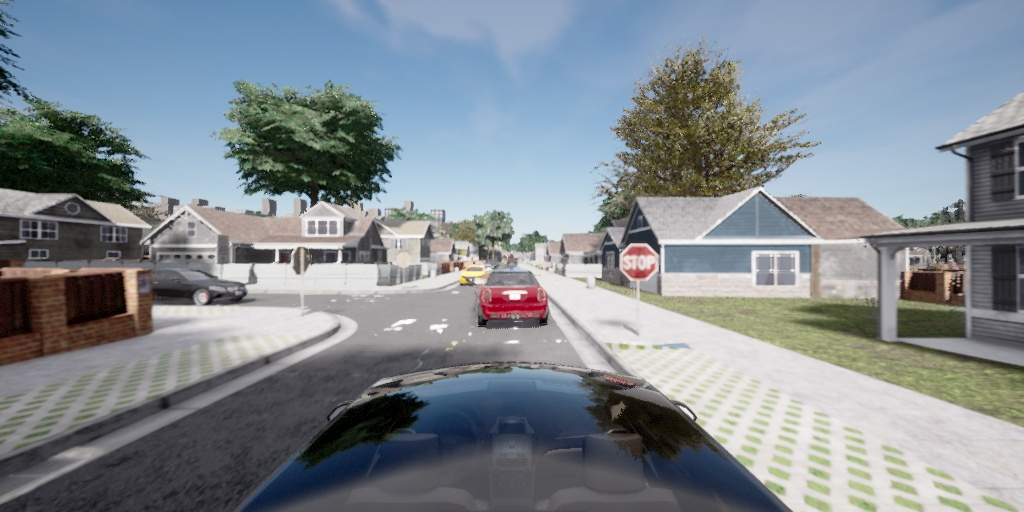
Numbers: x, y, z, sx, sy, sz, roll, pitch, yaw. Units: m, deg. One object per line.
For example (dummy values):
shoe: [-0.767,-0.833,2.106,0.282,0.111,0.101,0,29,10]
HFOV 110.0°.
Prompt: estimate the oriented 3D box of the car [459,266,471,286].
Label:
car: [-2.873,1.471,28.404,1.882,1.535,5.008,0,-1,2]

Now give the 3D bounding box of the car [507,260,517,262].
car: [0.019,1.847,59.284,2.033,1.411,5.357,0,-1,0]

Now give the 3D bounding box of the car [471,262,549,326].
car: [-0.203,1.197,12.287,2.097,1.767,4.553,0,0,-8]

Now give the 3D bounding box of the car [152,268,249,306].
car: [-13.551,1.239,14.831,4.674,1.442,1.812,1,0,2]

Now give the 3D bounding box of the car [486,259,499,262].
car: [-2.812,1.431,51.074,2.150,2.045,5.566,0,0,1]
